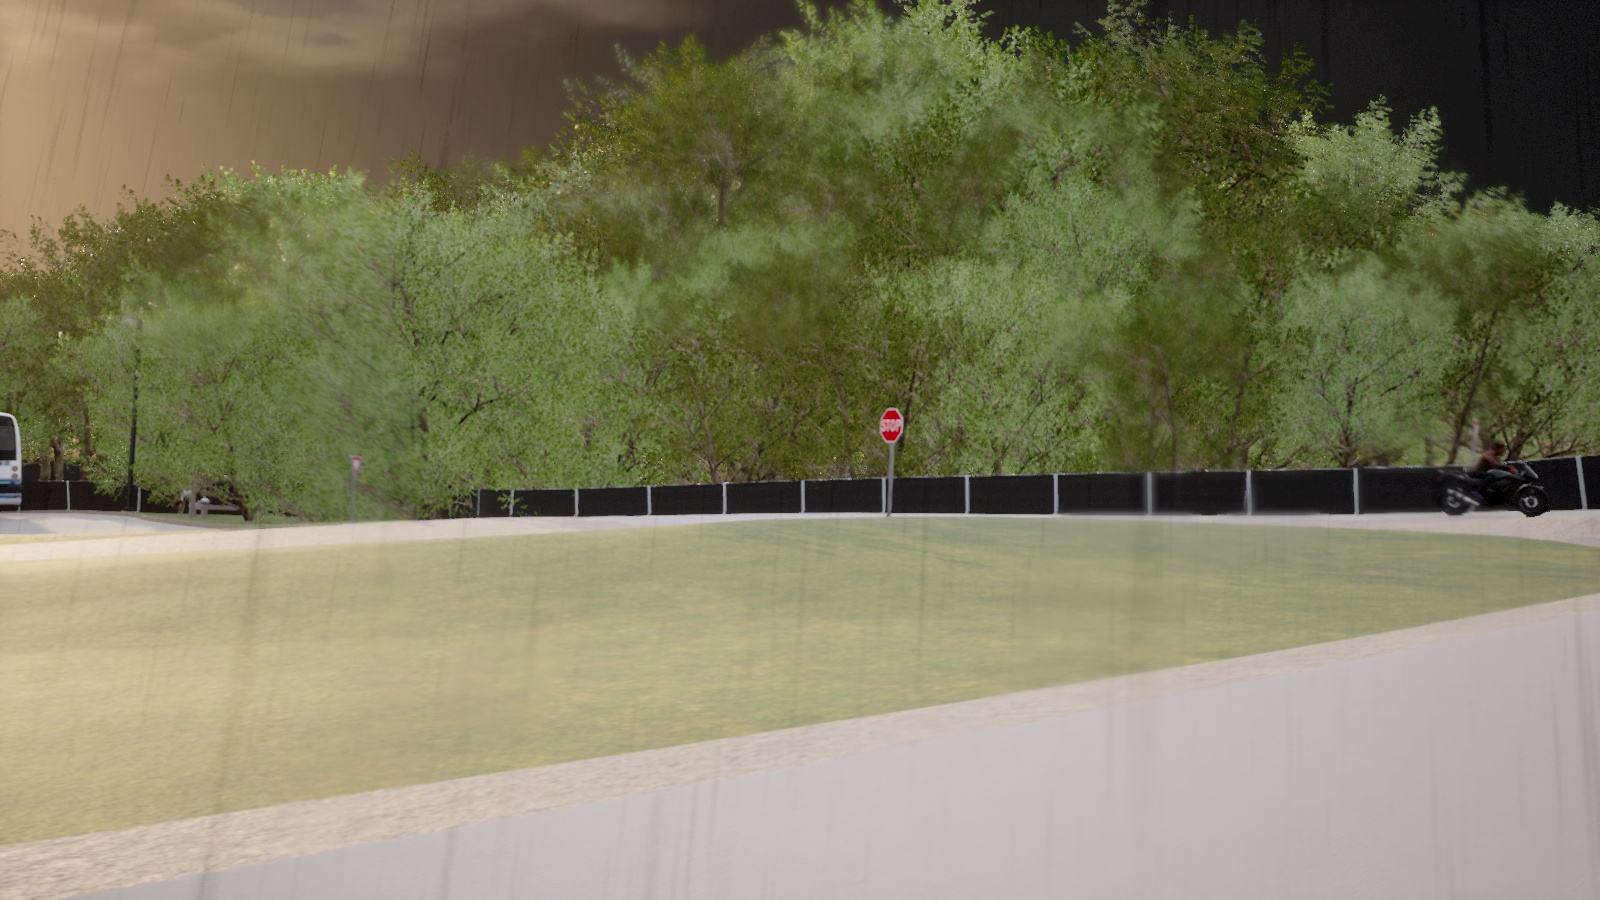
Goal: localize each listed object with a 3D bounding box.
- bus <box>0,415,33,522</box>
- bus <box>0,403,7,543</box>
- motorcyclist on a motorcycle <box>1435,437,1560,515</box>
[{"bbox_3d":[-36.112,0.837,52.692,10.273,4.253,3.944,-2,-2,42],"label":"bus"},{"bbox_3d":[-29.410,0.477,36.472,10.273,4.253,3.944,3,-1,-38],"label":"bus"},{"bbox_3d":[14.112,0.550,25.436,2.044,1.523,0.797,-2,-3,41],"label":"motorcyclist on a motorcycle"}]
